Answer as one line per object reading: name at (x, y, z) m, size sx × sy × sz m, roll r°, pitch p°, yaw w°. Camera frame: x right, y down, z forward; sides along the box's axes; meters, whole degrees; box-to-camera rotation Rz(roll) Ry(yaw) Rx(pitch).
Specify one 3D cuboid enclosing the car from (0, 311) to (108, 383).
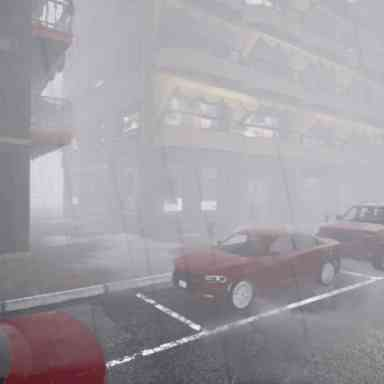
car at (-2.820, 1.486, 1.361) m, size 5.008 × 1.535 × 1.882 m, roll 0°, pitch 0°, yaw -35°

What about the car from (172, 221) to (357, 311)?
car at (1.657, 1.524, 7.731) m, size 4.507 × 1.381 × 1.887 m, roll 0°, pitch 1°, yaw -36°

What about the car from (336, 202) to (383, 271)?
car at (6.189, 1.273, 10.964) m, size 5.009 × 1.841 × 2.192 m, roll 0°, pitch 1°, yaw -36°
